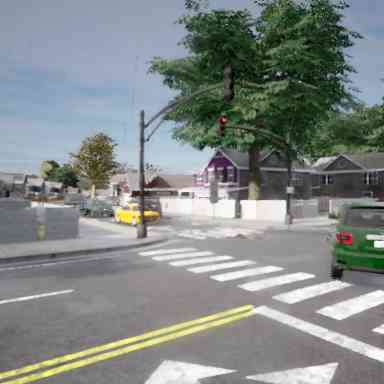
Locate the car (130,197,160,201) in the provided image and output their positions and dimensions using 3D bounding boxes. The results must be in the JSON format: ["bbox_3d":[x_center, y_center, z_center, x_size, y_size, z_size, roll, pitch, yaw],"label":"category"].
[{"bbox_3d":[-4.765,1.455,31.517,2.150,2.045,5.566,0,0,-32],"label":"car"}]

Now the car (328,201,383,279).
[{"bbox_3d":[5.324,1.283,9.886,2.150,2.045,5.566,1,0,24],"label":"car"}]

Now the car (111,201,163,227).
[{"bbox_3d":[-4.181,1.675,25.247,1.882,1.535,5.008,0,0,-33],"label":"car"}]

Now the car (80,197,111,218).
[{"bbox_3d":[-9.359,1.617,33.397,2.097,1.767,4.553,0,0,-31],"label":"car"}]

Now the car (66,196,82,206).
[{"bbox_3d":[-14.706,1.562,42.645,2.150,2.045,5.566,0,0,-29],"label":"car"}]
